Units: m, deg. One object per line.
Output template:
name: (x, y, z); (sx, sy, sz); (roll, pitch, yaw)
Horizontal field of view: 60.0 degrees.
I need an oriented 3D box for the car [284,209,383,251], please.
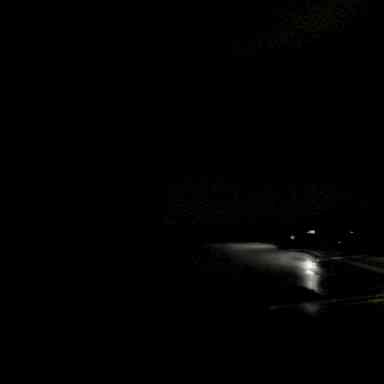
car: (6.008, 1.449, 13.533); (4.674, 1.442, 1.812); (0, 1, -21)
